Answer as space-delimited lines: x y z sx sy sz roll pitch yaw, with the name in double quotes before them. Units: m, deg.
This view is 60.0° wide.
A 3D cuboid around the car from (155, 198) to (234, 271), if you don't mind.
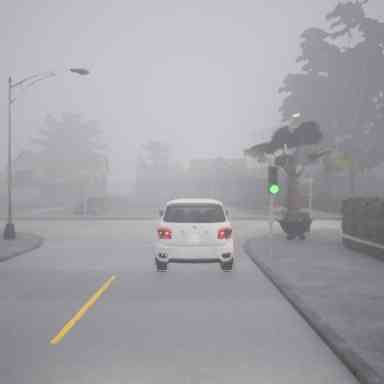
"car" 0.055 1.215 11.010 2.150 2.045 5.566 0 0 0
